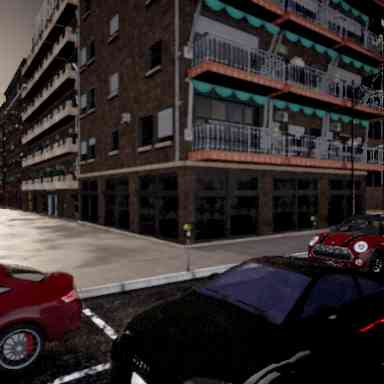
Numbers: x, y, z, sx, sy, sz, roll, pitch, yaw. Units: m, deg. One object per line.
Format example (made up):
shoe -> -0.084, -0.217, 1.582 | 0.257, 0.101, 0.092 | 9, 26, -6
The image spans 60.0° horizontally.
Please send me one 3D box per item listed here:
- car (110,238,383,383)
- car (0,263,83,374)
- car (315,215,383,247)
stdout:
car -> 1.142, 1.580, 4.188 | 4.181, 1.385, 1.994 | 0, 0, -35
car -> -3.519, 1.579, 4.059 | 4.206, 1.307, 1.802 | 0, -1, -35
car -> 5.475, 1.492, 10.473 | 4.097, 1.590, 1.967 | 0, -1, -35
